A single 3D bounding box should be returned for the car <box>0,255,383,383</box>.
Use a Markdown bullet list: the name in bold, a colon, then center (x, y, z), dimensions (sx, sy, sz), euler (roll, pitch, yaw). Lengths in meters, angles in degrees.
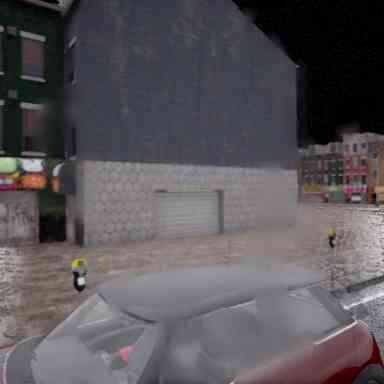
- **car**: center (-0.295, 1.439, 2.609), dimensions (4.097, 1.590, 1.967), euler (0, 0, -35)
